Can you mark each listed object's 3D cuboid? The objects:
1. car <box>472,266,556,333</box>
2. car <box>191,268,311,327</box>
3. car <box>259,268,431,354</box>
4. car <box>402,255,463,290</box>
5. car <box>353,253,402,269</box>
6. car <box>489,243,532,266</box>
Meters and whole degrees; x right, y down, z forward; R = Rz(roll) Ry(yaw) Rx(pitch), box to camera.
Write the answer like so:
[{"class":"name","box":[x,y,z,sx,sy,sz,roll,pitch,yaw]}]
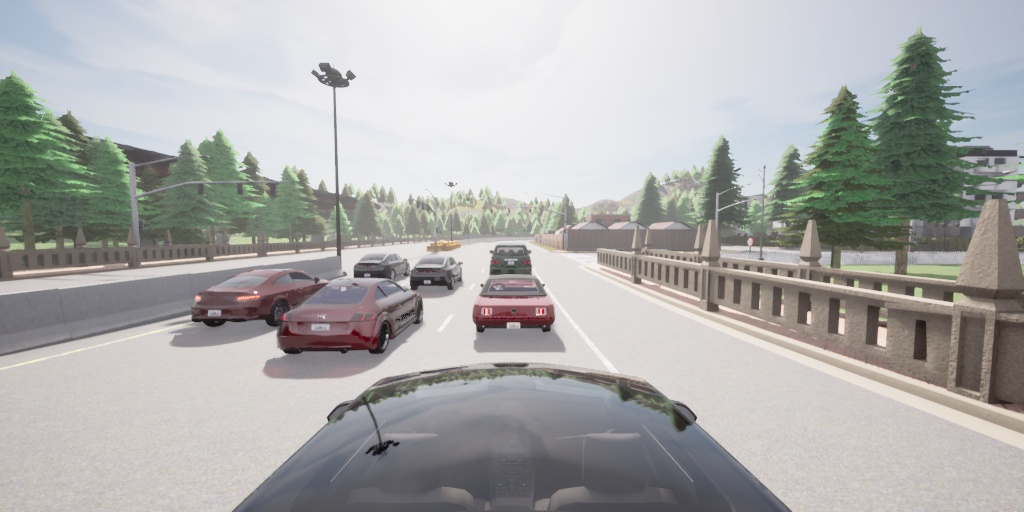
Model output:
[{"class":"car","box":[0.021,1.175,10.179,1.895,1.301,4.718,0,2,-1]},{"class":"car","box":[-6.985,1.079,10.681,1.812,1.442,4.674,0,2,-1]},{"class":"car","box":[-3.467,1.197,8.477,1.994,1.385,4.181,0,2,0]},{"class":"car","box":[-3.554,0.702,17.352,1.837,1.490,4.892,0,3,-1]},{"class":"car","box":[-7.081,0.551,19.874,1.837,1.490,4.892,0,3,-1]},{"class":"car","box":[-0.079,0.273,19.890,2.150,2.045,5.566,0,3,-1]}]
